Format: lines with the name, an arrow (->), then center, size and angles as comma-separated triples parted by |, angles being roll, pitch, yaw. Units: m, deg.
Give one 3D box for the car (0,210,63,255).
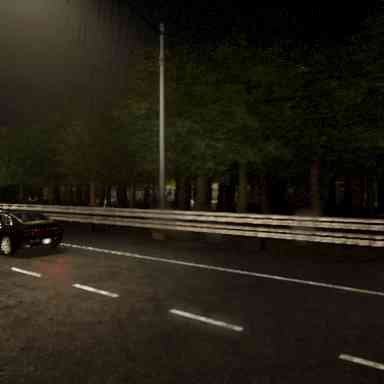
car -> -7.151, 1.508, 13.283 | 4.892, 1.490, 1.837 | 0, 0, 36
